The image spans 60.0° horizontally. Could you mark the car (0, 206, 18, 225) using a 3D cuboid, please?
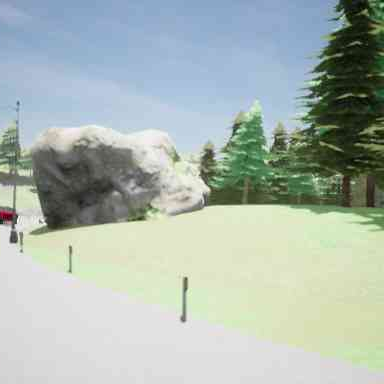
[{"bbox_3d":[-21.639,2.564,37.494,2.150,2.045,5.566,3,-4,-6],"label":"car"}]
